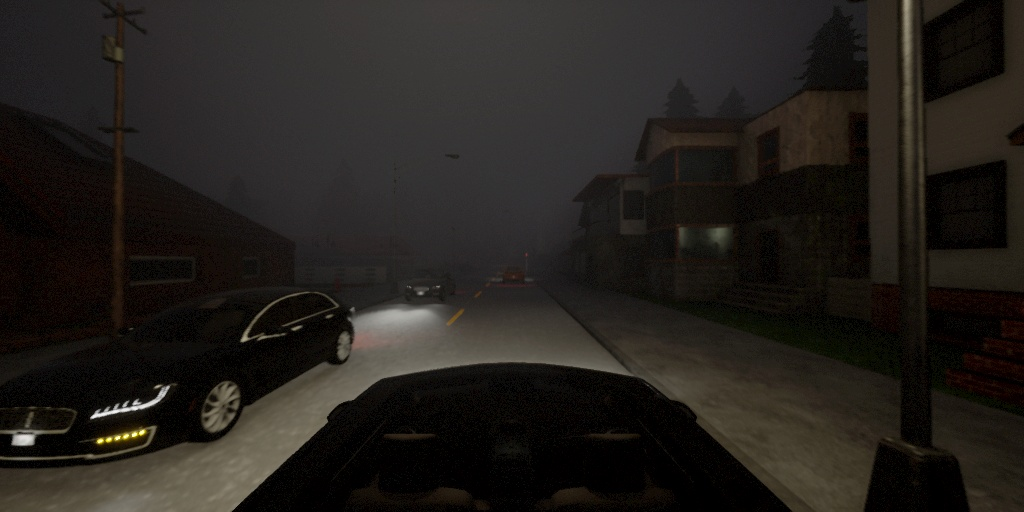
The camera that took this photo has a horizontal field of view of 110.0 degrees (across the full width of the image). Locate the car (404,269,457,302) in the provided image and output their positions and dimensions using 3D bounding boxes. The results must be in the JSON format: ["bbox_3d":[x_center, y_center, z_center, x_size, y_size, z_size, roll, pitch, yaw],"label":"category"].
[{"bbox_3d":[-4.065,1.427,18.466,2.128,1.511,4.902,0,-1,0],"label":"car"}]

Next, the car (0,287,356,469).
[{"bbox_3d":[-4.095,1.294,5.440,1.837,1.490,4.892,0,0,0],"label":"car"}]

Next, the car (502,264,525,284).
[{"bbox_3d":[0.125,1.556,31.471,1.882,1.535,5.008,0,0,0],"label":"car"}]
